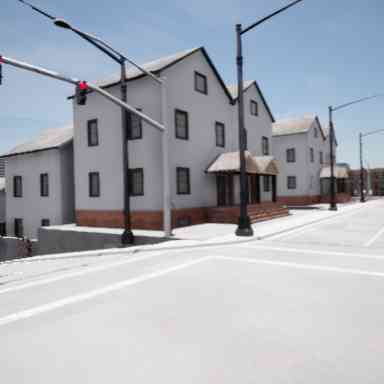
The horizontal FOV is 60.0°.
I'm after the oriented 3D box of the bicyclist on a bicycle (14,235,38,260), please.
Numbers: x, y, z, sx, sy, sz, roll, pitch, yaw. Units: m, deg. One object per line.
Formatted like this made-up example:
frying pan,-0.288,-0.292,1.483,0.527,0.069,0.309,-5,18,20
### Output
bicyclist on a bicycle,-11.283,3.701,22.602,0.582,1.620,1.656,-11,-5,36
